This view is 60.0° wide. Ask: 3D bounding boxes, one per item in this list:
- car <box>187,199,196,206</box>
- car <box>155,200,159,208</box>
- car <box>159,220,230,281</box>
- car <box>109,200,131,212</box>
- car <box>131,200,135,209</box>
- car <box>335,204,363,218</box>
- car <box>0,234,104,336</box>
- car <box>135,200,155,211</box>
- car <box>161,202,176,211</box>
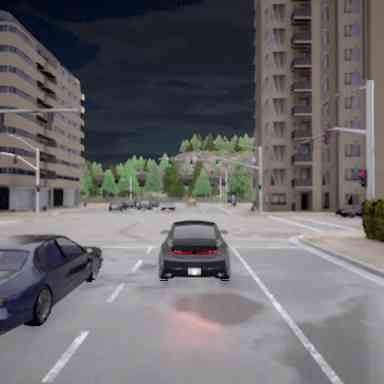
[{"bbox_3d":[-0.051,2.246,72.680,1.882,1.535,5.008,0,-1,0],"label":"car"},{"bbox_3d":[-7.112,2.206,60.728,1.994,1.385,4.181,0,-1,0],"label":"car"},{"bbox_3d":[0.071,1.616,10.215,1.837,1.490,4.892,0,0,0],"label":"car"},{"bbox_3d":[-10.632,1.998,47.855,2.128,1.511,4.902,0,-1,0],"label":"car"},{"bbox_3d":[-10.616,2.109,57.127,1.837,1.490,4.892,0,-1,0],"label":"car"},{"bbox_3d":[17.320,1.901,33.391,5.357,1.411,2.033,0,-1,1],"label":"car"},{"bbox_3d":[-3.444,1.624,7.086,2.033,1.411,5.357,0,-1,0],"label":"car"},{"bbox_3d":[-7.130,2.063,50.816,1.812,1.442,4.674,0,-1,-1],"label":"car"},{"bbox_3d":[-3.467,2.131,50.173,1.895,1.301,4.718,0,-1,0],"label":"car"}]
